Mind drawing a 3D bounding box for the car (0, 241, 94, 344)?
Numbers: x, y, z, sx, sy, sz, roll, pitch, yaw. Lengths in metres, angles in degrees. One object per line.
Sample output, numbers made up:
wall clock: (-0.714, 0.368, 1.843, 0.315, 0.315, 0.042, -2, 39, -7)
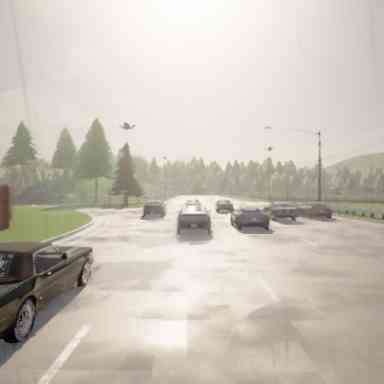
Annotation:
car: (-3.397, 1.597, 6.342, 1.895, 1.301, 4.718, 0, 0, 0)

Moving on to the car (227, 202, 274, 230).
car: (3.608, 1.553, 21.243, 1.994, 1.385, 4.181, 0, 0, 0)

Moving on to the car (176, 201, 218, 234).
car: (0.108, 1.481, 19.216, 2.128, 1.511, 4.902, 0, 0, 0)

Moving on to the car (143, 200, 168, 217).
car: (-3.388, 1.488, 30.868, 1.837, 1.490, 4.892, 0, 0, 0)

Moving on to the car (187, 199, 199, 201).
car: (0.114, 1.527, 37.582, 2.033, 1.411, 5.357, 0, 0, 0)

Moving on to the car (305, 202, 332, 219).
car: (10.613, 1.548, 29.230, 1.994, 1.385, 4.181, 0, 0, 0)

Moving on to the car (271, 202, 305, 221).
car: (7.112, 1.533, 27.215, 2.033, 1.411, 5.357, 0, 0, 0)

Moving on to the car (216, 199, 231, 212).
car: (3.615, 1.527, 37.647, 2.033, 1.411, 5.357, 0, 0, 0)
